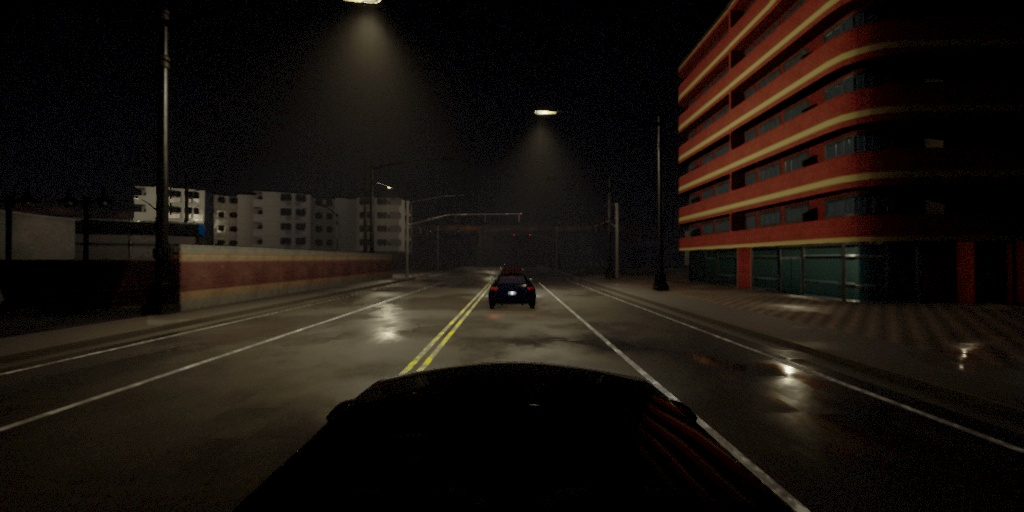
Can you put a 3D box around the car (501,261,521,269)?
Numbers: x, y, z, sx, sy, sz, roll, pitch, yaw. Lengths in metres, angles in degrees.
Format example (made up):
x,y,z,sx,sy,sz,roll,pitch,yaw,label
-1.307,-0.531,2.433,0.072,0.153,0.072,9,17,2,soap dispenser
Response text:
x,y,z,sx,sy,sz,roll,pitch,yaw,label
0.026,1.508,31.338,1.882,1.535,5.008,0,0,1,car

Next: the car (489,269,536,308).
x,y,z,sx,sy,sz,roll,pitch,yaw,label
0.011,1.450,16.138,1.994,1.385,4.181,0,0,0,car
